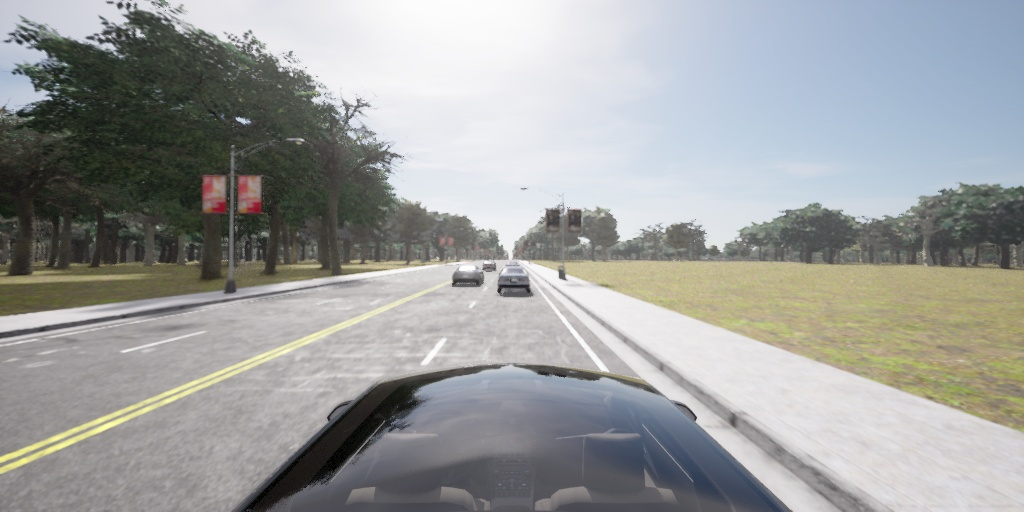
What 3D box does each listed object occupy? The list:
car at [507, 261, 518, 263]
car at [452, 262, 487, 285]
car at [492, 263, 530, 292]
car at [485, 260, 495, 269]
[{"bbox_3d":[0.108,1.314,44.108,2.033,1.411,5.357,0,0,0],"label":"car"},{"bbox_3d":[-3.145,1.326,26.350,1.994,1.385,4.181,0,0,0],"label":"car"},{"bbox_3d":[0.103,1.307,21.307,2.033,1.411,5.357,0,0,0],"label":"car"},{"bbox_3d":[-3.141,1.313,50.465,2.033,1.411,5.357,0,0,0],"label":"car"}]
